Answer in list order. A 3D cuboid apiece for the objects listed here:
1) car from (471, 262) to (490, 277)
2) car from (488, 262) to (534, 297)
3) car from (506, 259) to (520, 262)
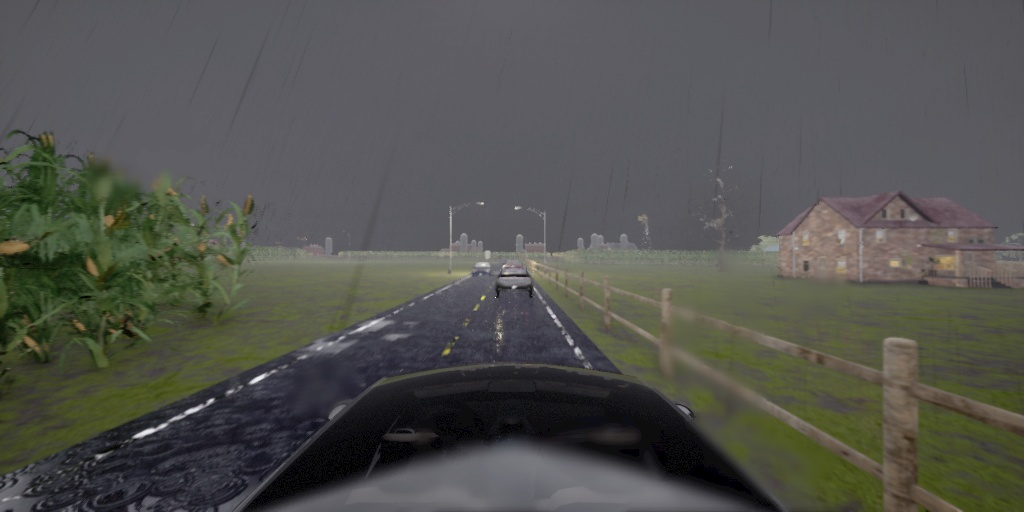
[{"bbox_3d":[-2.840,1.279,35.255,2.033,1.411,5.357,0,0,0],"label":"car"},{"bbox_3d":[0.102,1.237,18.864,2.128,1.511,4.902,0,0,0],"label":"car"},{"bbox_3d":[0.106,1.081,38.045,2.097,1.767,4.553,0,0,0],"label":"car"}]
